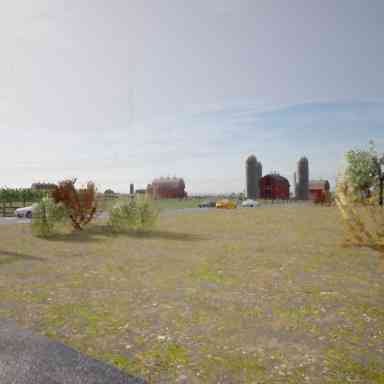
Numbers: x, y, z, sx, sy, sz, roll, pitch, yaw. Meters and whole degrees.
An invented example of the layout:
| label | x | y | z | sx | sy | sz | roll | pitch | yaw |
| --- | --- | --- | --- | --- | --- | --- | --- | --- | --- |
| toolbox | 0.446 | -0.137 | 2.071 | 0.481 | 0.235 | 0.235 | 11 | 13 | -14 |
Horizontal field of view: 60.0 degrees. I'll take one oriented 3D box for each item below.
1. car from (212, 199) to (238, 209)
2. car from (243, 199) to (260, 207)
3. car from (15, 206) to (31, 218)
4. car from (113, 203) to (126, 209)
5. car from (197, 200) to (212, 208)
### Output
| label | x | y | z | sx | sy | sz | roll | pitch | yaw |
| --- | --- | --- | --- | --- | --- | --- | --- | --- | --- |
| car | 5.988 | 2.020 | 56.634 | 1.882 | 1.535 | 5.008 | -1 | -1 | 36 |
| car | 11.415 | 2.172 | 64.255 | 1.812 | 1.442 | 4.674 | -1 | -1 | 36 |
| car | -15.208 | 1.787 | 33.287 | 1.812 | 1.442 | 4.674 | -1 | -1 | 36 |
| car | -8.288 | 1.884 | 42.938 | 2.128 | 1.511 | 4.902 | -1 | -1 | 36 |
| car | 3.098 | 2.151 | 58.711 | 2.033 | 1.411 | 5.357 | -1 | -1 | 36 |
